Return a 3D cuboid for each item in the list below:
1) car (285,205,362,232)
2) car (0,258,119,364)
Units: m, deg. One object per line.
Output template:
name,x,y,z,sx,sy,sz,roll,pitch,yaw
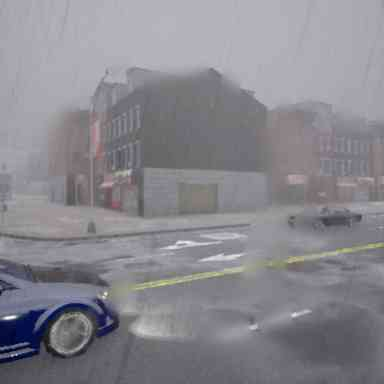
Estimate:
car,7.619,1.458,19.190,4.718,1.301,1.895,-1,0,-31
car,-3.195,1.583,4.638,4.181,1.385,1.994,-1,0,-32
